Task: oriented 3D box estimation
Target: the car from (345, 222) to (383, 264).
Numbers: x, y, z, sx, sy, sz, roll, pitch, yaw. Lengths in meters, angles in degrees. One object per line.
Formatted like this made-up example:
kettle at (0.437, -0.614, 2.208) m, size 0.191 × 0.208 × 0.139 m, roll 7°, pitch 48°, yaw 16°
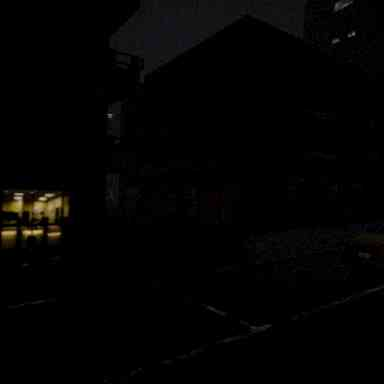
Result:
car at (6.946, 1.516, 11.025) m, size 4.829 × 1.417 × 1.752 m, roll 0°, pitch 2°, yaw -35°
